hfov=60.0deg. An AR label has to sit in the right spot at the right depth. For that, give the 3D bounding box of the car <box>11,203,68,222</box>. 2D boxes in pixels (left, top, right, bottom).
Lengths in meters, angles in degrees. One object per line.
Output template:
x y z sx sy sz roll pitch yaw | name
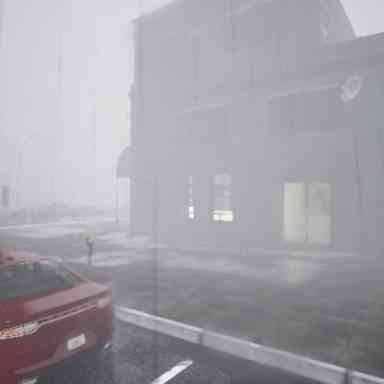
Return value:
-13.965 1.986 30.081 2.008 1.369 4.403 0 0 36 | car

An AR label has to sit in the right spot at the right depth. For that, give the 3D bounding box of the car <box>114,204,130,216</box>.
-7.474 2.065 38.914 1.802 1.307 4.206 0 0 36 | car

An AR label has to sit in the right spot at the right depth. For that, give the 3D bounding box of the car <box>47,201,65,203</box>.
-17.052 1.858 40.467 1.967 1.590 4.097 0 0 36 | car

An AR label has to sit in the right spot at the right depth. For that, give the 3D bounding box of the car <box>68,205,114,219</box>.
-10.718 2.025 34.498 1.947 1.339 4.313 0 0 36 | car

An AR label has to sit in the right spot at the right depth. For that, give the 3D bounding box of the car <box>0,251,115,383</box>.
-3.136 1.599 5.100 4.507 1.381 1.887 -1 1 36 | car
